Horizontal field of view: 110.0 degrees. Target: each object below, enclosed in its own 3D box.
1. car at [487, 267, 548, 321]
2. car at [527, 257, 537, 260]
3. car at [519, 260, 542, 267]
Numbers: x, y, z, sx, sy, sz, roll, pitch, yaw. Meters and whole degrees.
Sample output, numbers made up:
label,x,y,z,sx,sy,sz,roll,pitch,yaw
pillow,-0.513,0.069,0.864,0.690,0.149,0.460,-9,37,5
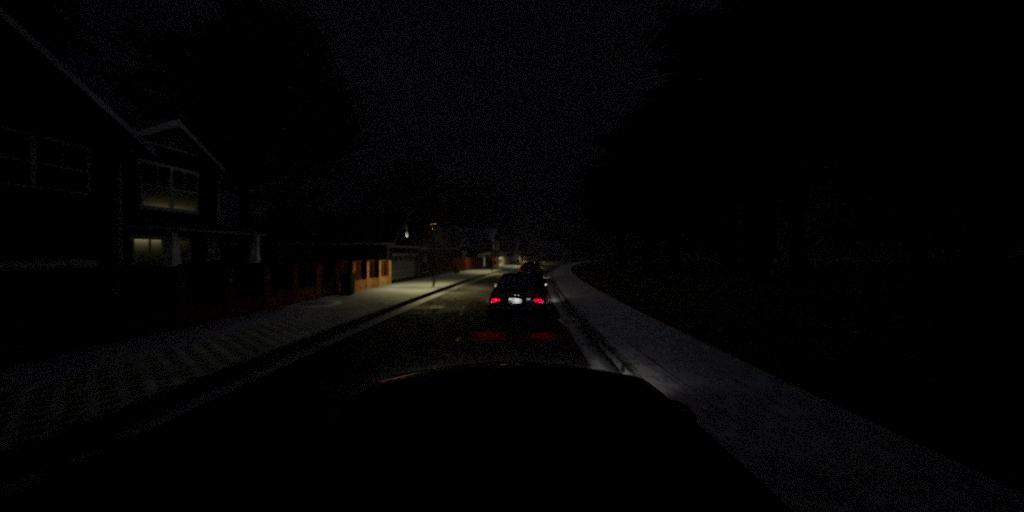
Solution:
label,x,y,z,sx,sy,sz,roll,pitch,yaw
car,0.270,1.286,12.422,2.033,1.411,5.357,0,0,3
car,3.316,1.001,60.774,2.097,1.767,4.553,0,0,12
car,1.524,1.279,29.631,1.994,1.385,4.181,0,0,6
